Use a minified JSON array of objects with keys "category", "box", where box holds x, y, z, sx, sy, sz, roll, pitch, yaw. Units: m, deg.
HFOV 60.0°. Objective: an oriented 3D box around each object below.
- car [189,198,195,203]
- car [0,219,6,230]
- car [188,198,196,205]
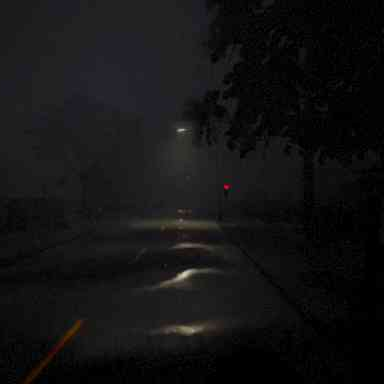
[{"category":"car","box":[-0.007,2.478,94.344,1.895,1.301,4.718,0,-1,0]},{"category":"car","box":[-12.885,1.553,17.605,5.357,1.415,2.033,0,-1,3]},{"category":"car","box":[-0.006,2.455,84.310,1.812,1.442,4.674,0,-1,0]}]
